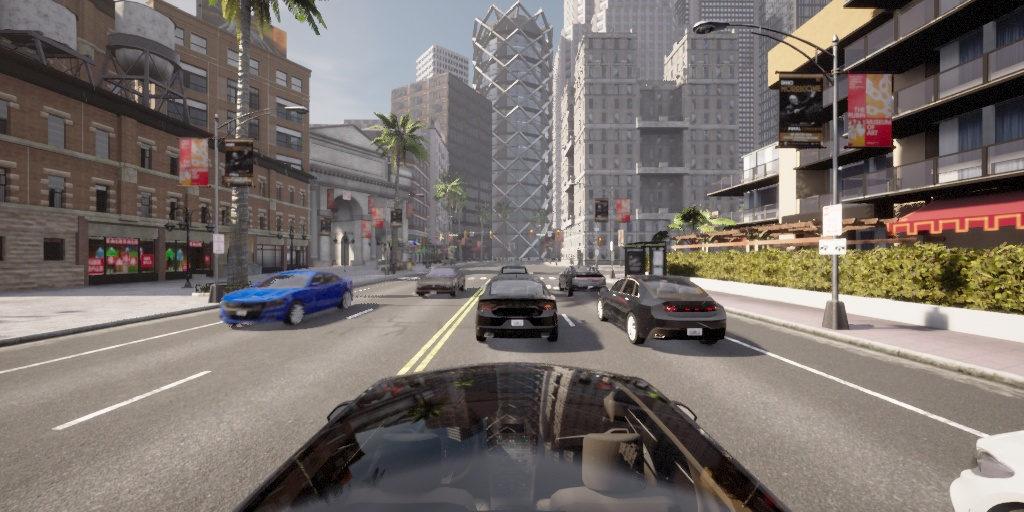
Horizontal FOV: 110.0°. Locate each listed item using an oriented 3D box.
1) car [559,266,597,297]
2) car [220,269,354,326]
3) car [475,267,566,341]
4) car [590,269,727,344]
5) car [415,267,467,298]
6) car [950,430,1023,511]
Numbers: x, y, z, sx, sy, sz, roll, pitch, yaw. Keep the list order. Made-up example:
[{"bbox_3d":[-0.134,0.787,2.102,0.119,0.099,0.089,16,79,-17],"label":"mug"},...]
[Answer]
[{"bbox_3d":[3.602,1.241,18.929,2.128,1.511,4.902,0,0,0],"label":"car"},{"bbox_3d":[-7.089,1.227,11.910,1.882,1.535,5.008,0,0,0],"label":"car"},{"bbox_3d":[0.109,1.228,9.878,1.882,1.535,5.008,0,0,0],"label":"car"},{"bbox_3d":[3.609,1.255,9.523,1.837,1.490,4.892,0,0,0],"label":"car"},{"bbox_3d":[-3.554,1.297,18.927,2.033,1.411,5.357,0,0,0],"label":"car"},{"bbox_3d":[3.662,1.276,0.218,1.812,1.442,4.674,0,0,-1],"label":"car"}]
